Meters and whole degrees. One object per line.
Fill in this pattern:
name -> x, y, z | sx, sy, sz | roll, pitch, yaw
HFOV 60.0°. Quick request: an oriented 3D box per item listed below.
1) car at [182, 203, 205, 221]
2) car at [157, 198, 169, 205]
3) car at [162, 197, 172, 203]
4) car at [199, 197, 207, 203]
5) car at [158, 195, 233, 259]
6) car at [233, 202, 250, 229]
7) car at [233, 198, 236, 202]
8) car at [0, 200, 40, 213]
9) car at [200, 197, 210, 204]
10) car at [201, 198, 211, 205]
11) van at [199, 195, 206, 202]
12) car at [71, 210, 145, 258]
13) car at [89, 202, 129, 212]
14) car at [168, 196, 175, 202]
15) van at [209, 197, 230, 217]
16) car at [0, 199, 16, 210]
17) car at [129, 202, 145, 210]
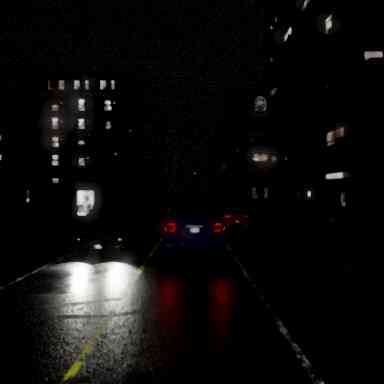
car -> 0.097, 1.708, 29.706 | 1.895, 1.301, 4.718 | 0, 0, 0
car -> -5.699, 1.816, 65.424 | 1.947, 1.339, 4.313 | 0, 0, 0
car -> -5.699, 1.864, 76.472 | 1.947, 1.339, 4.313 | 0, 0, 0
car -> 2.682, 1.867, 81.983 | 1.887, 1.381, 4.507 | 0, 0, 0
car -> 0.092, 1.268, 12.896 | 2.150, 2.045, 5.566 | 0, 0, 0
car -> 2.684, 1.623, 21.963 | 1.887, 1.381, 4.507 | 0, 0, 0
car -> 2.682, 1.414, 27.492 | 2.192, 1.841, 5.009 | 0, 0, 0
car -> -22.404, 2.051, 43.772 | 4.403, 1.369, 2.008 | -1, 1, 0
car -> 2.682, 1.840, 70.936 | 1.947, 1.339, 4.313 | 0, 0, 0
car -> 2.682, 1.832, 65.413 | 1.802, 1.307, 4.206 | 0, 0, 0
van -> 2.680, 1.689, 87.507 | 1.690, 1.788, 3.998 | 0, 0, 0
car -> -3.100, 1.609, 12.919 | 1.994, 1.385, 4.181 | 0, 0, 0
car -> -5.698, 1.518, 21.964 | 1.967, 1.590, 4.097 | 0, 0, 0
car -> -5.700, 1.918, 93.042 | 1.887, 1.381, 4.507 | 0, 0, 0
van -> 2.682, 1.461, 33.019 | 1.690, 1.788, 3.998 | 0, 0, 0
car -> -30.273, 2.021, 52.351 | 4.097, 1.590, 1.967 | -1, 1, 0
car -> -5.697, 1.702, 33.019 | 1.802, 1.307, 4.206 | 0, 0, 0
